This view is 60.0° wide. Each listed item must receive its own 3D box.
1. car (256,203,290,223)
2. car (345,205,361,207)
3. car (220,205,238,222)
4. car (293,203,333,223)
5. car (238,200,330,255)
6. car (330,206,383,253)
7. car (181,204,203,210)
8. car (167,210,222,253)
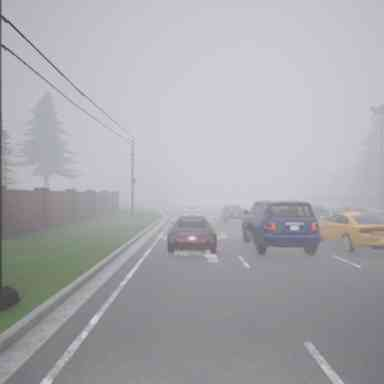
[{"bbox_3d":[7.009,1.783,29.295,1.837,1.490,4.892,0,0,0],"label":"car"},{"bbox_3d":[14.010,1.840,29.283,1.994,1.385,4.181,0,0,0],"label":"car"},{"bbox_3d":[3.505,1.820,28.985,2.033,1.411,5.357,0,-1,0],"label":"car"},{"bbox_3d":[10.509,1.783,29.302,1.837,1.490,4.892,0,0,0],"label":"car"},{"bbox_3d":[3.503,1.349,14.021,2.150,2.045,5.566,0,0,0],"label":"car"},{"bbox_3d":[7.009,1.615,14.480,1.882,1.535,5.008,0,0,0],"label":"car"},{"bbox_3d":[0.011,1.802,29.378,1.812,1.442,4.674,0,0,0],"label":"car"},{"bbox_3d":[0.008,1.699,14.278,1.994,1.385,4.181,0,0,0],"label":"car"}]
